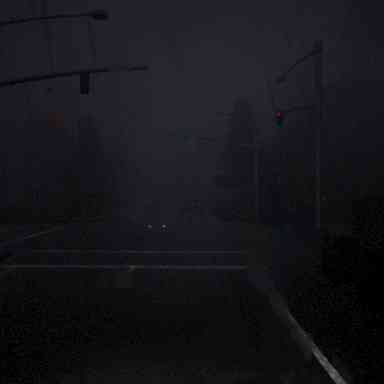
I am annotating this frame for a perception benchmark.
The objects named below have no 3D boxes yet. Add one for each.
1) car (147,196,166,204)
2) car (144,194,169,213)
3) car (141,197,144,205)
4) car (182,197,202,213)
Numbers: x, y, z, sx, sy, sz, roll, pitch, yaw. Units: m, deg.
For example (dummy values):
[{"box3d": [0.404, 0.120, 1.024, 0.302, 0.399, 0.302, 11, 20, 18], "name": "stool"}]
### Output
[{"box3d": [-7.023, 1.547, 65.372, 2.033, 1.411, 5.357, 0, 0, -27], "name": "car"}, {"box3d": [-3.731, 1.221, 37.129, 2.150, 2.045, 5.566, 0, 0, -2], "name": "car"}, {"box3d": [-7.386, 1.504, 57.041, 1.837, 1.490, 4.892, 0, 0, -21], "name": "car"}, {"box3d": [-0.001, 1.352, 37.688, 2.097, 1.767, 4.553, 0, 0, -2], "name": "car"}]
